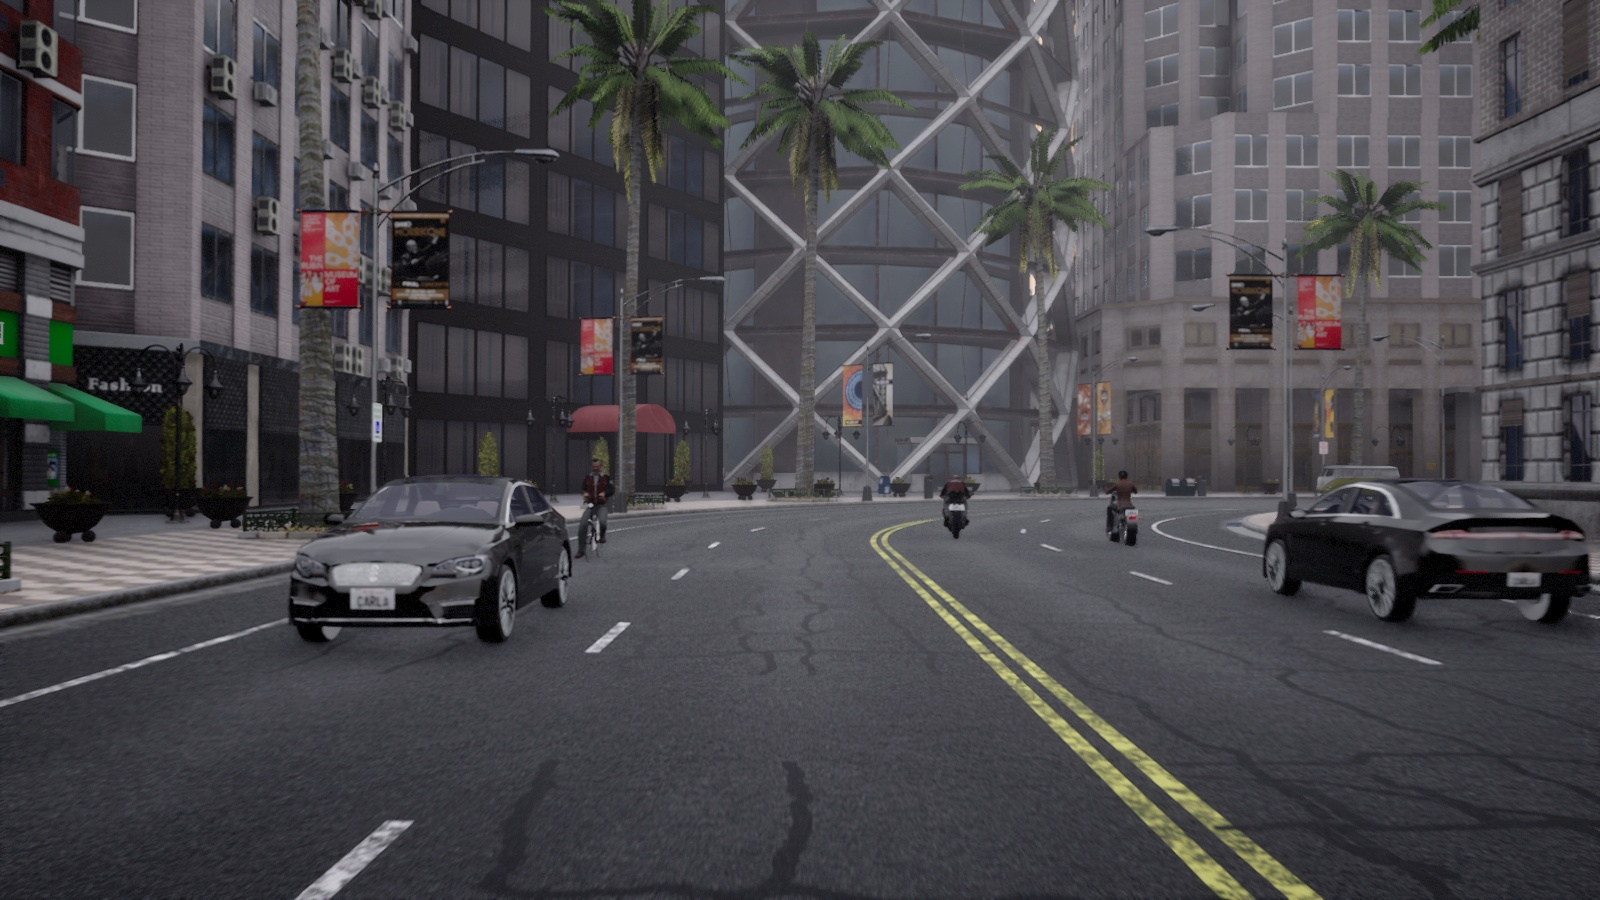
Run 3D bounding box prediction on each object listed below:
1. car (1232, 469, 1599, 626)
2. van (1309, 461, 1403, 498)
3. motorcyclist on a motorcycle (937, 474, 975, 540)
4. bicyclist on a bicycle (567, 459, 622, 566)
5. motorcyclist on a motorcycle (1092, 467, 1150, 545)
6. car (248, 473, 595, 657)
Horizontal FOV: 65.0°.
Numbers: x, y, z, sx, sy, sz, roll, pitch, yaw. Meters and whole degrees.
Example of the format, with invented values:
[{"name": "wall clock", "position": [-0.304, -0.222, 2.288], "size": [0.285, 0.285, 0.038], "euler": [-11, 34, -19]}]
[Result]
[{"name": "car", "position": [6.967, 0.988, 14.668], "size": [2.128, 1.511, 4.902], "euler": [0, -1, 0]}, {"name": "van", "position": [30.076, 1.583, 67.915], "size": [4.442, 1.987, 1.775], "euler": [0, -1, -12]}, {"name": "motorcyclist on a motorcycle", "position": [3.769, 1.345, 30.479], "size": [0.866, 1.530, 2.191], "euler": [0, -1, 6]}, {"name": "bicyclist on a bicycle", "position": [-3.545, 1.064, 21.799], "size": [0.659, 1.776, 1.843], "euler": [0, -1, 0]}, {"name": "motorcyclist on a motorcycle", "position": [7.056, 1.200, 27.698], "size": [0.766, 1.649, 2.350], "euler": [0, -1, 3]}, {"name": "car", "position": [-3.546, 1.001, 12.895], "size": [2.128, 1.511, 4.902], "euler": [0, -1, -1]}]
